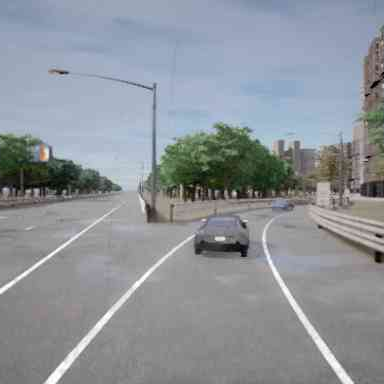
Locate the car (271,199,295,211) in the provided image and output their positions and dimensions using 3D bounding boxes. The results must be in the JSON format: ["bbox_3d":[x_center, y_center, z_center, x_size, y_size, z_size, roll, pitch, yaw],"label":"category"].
[{"bbox_3d":[11.415,1.597,41.576,2.033,1.411,5.357,0,0,30],"label":"car"}]

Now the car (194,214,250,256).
[{"bbox_3d":[1.297,1.577,13.392,1.994,1.385,4.181,0,0,10],"label":"car"}]
